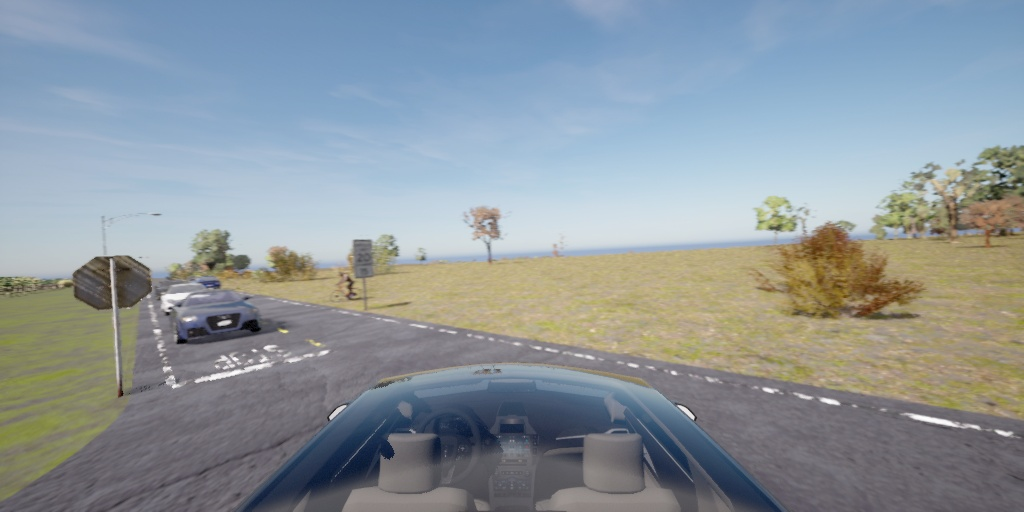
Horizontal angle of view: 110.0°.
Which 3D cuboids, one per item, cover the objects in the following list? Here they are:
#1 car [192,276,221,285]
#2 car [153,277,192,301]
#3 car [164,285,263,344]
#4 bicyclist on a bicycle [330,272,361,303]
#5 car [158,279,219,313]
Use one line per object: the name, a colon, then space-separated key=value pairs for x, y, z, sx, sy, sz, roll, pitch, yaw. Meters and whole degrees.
car: x=-31.505 y=2.873 z=36.974 sx=5.008 sy=1.535 sz=1.882 roll=-3 pitch=0 yaw=44
car: x=-27.231 y=2.684 z=28.747 sx=4.892 sy=1.490 sz=1.837 roll=-3 pitch=0 yaw=44
car: x=-9.724 y=1.823 z=11.696 sx=4.181 sy=1.385 sz=1.994 roll=-3 pitch=0 yaw=44
bicyclist on a bicycle: x=-8.960 y=1.650 z=19.273 sx=0.582 sy=1.620 sz=1.656 roll=-3 pitch=0 yaw=44
car: x=-17.102 y=2.172 z=18.876 sx=4.674 sy=1.442 sz=1.812 roll=-3 pitch=0 yaw=44
